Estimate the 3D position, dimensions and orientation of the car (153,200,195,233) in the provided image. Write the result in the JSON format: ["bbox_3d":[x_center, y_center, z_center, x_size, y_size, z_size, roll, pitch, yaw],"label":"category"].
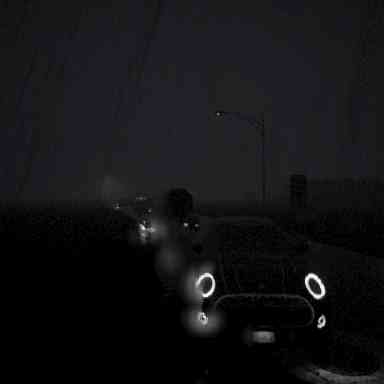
[{"bbox_3d":[-0.919,1.482,19.816,1.837,1.490,4.892,-1,0,-15],"label":"car"}]

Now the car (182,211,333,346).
[{"bbox_3d":[1.126,1.351,6.716,2.097,1.767,4.553,-1,0,4],"label":"car"}]

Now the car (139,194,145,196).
[{"bbox_3d":[-5.374,1.427,44.645,2.128,1.511,4.902,-1,0,-19],"label":"car"}]

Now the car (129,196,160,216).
[{"bbox_3d":[-4.544,1.462,32.660,2.128,1.511,4.902,-1,0,-17],"label":"car"}]

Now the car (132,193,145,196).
[{"bbox_3d":[-8.886,1.159,54.431,2.150,2.045,5.566,-1,0,-19],"label":"car"}]

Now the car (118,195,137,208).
[{"bbox_3d":[-9.553,1.518,48.146,2.033,1.411,5.357,-1,0,-20],"label":"car"}]
